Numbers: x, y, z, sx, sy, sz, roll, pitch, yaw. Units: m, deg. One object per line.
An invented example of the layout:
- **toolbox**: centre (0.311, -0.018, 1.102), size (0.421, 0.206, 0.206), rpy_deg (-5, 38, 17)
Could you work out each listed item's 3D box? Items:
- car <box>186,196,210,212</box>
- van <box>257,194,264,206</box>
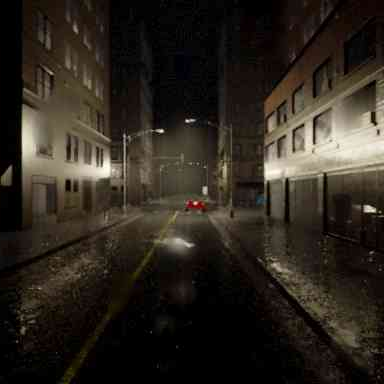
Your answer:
- **car**: centre (0.723, 1.258, 36.895), size (2.097, 1.767, 4.553), rpy_deg (0, 0, 10)
- **van**: centre (11.610, 1.212, 48.720), size (3.998, 1.788, 1.690), rpy_deg (0, 0, 1)
